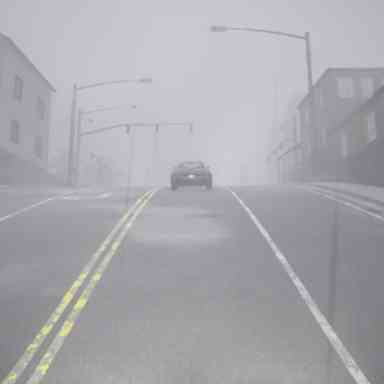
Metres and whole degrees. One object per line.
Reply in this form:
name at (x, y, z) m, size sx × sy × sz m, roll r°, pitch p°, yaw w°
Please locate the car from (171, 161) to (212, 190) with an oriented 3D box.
car at (-0.016, -0.876, 16.991) m, size 1.994 × 1.385 × 4.181 m, roll 0°, pitch 4°, yaw 0°
